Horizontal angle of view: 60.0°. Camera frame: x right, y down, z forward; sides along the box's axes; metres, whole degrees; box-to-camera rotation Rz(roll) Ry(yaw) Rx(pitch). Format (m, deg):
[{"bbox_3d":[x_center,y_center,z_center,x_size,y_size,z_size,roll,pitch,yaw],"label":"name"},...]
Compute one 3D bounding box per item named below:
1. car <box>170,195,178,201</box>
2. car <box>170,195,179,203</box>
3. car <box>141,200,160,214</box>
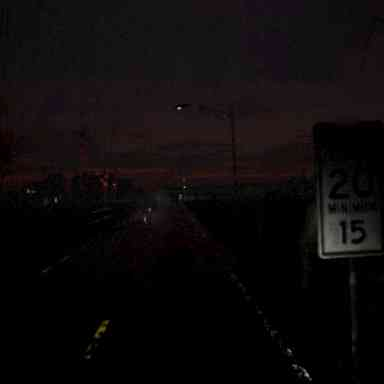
[{"bbox_3d":[-4.507,1.539,84.512,1.812,1.442,4.674,-3,0,-3],"label":"car"},{"bbox_3d":[-3.929,1.678,74.103,2.033,1.411,5.357,-3,0,-3],"label":"car"},{"bbox_3d":[-4.734,1.668,38.589,2.128,1.511,4.902,-3,0,-3],"label":"car"}]
